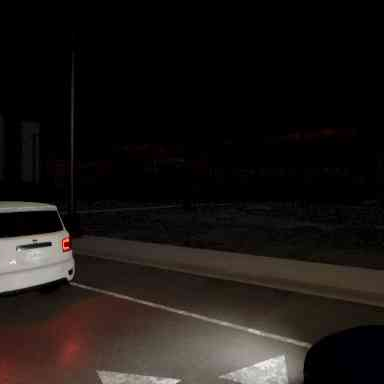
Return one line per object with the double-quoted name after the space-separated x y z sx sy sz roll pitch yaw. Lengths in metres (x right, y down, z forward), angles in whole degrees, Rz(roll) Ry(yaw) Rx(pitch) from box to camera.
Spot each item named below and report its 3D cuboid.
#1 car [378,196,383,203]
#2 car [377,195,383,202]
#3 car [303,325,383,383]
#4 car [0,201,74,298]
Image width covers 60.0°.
39.916 1.527 67.905 2.038 1.542 4.974 1 1 6 "car"
39.923 1.369 67.954 1.853 1.218 4.536 1 1 6 "car"
3.010 1.516 1.840 4.674 1.442 1.812 0 0 35 "car"
-5.028 1.220 7.571 5.566 2.045 2.150 0 0 35 "car"
